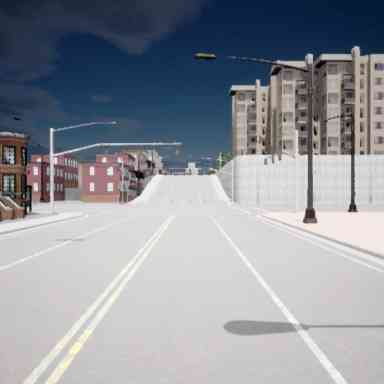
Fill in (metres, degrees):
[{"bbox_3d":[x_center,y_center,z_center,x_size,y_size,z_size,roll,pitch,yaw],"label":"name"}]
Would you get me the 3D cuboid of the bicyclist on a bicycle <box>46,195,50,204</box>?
[{"bbox_3d":[-25.262,1.275,58.629,0.582,1.620,1.656,0,0,0],"label":"bicyclist on a bicycle"}]
